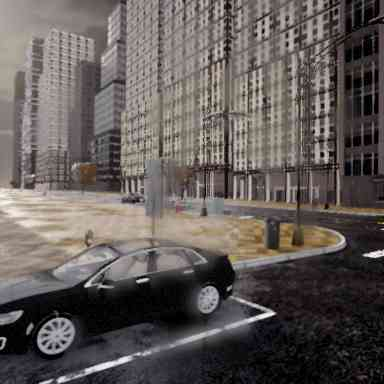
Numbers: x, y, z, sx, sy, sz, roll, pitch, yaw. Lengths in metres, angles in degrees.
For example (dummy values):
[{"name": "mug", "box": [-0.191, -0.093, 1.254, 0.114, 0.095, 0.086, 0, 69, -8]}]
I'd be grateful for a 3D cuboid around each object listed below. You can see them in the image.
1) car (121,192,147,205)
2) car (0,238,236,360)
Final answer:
[{"name": "car", "box": [-7.555, 0.821, 42.863, 2.128, 1.511, 4.902, 1, 1, -35]}, {"name": "car", "box": [-1.188, 1.550, 5.858, 4.403, 1.369, 2.008, 0, 1, -35]}]
